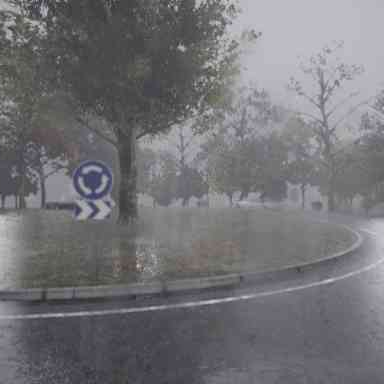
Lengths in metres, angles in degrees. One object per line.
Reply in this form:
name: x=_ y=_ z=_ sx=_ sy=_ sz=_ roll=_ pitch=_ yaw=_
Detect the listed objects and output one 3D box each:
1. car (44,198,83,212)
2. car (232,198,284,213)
car: x=-12.319 y=1.259 z=33.379 sx=4.718 sy=1.301 sz=1.895 roll=0 pitch=1 yaw=-28
car: x=6.204 y=1.244 z=31.754 sx=4.718 sy=1.301 sz=1.895 roll=0 pitch=1 yaw=42
